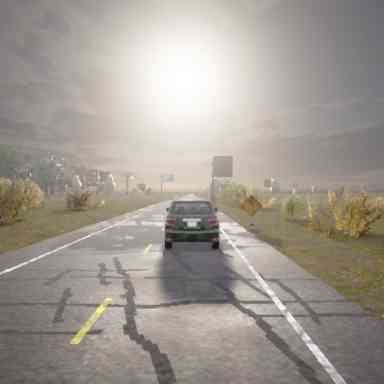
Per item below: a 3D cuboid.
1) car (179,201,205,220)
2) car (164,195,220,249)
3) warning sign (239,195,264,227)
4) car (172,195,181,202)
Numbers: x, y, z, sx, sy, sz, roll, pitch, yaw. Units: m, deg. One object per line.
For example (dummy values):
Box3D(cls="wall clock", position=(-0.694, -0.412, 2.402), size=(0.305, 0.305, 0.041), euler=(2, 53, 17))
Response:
Box3D(cls="car", position=(0.000, 1.573, 29.650), size=(2.033, 1.411, 5.357), euler=(0, 0, 0))
Box3D(cls="car", position=(0.000, 1.261, 14.680), size=(2.150, 2.045, 5.566), euler=(0, 0, 0))
Box3D(cls="warning sign", position=(3.547, 1.119, 19.865), size=(1.300, 1.860, 1.060), euler=(0, 0, 0))
Box3D(cls="car", position=(-3.500, 1.502, 76.641), size=(1.882, 1.535, 5.008), euler=(0, 0, 0))
